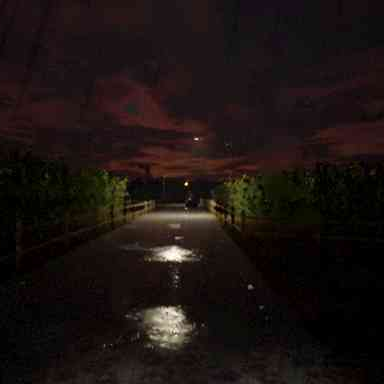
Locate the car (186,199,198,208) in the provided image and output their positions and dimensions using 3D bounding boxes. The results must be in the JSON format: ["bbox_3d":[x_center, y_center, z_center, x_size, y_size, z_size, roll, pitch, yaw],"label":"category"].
[{"bbox_3d":[-0.019,1.918,55.583,1.994,1.385,4.181,0,-1,0],"label":"car"}]

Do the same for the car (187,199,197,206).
[{"bbox_3d":[-0.023,2.087,65.626,1.994,1.385,4.181,0,-1,0],"label":"car"}]
